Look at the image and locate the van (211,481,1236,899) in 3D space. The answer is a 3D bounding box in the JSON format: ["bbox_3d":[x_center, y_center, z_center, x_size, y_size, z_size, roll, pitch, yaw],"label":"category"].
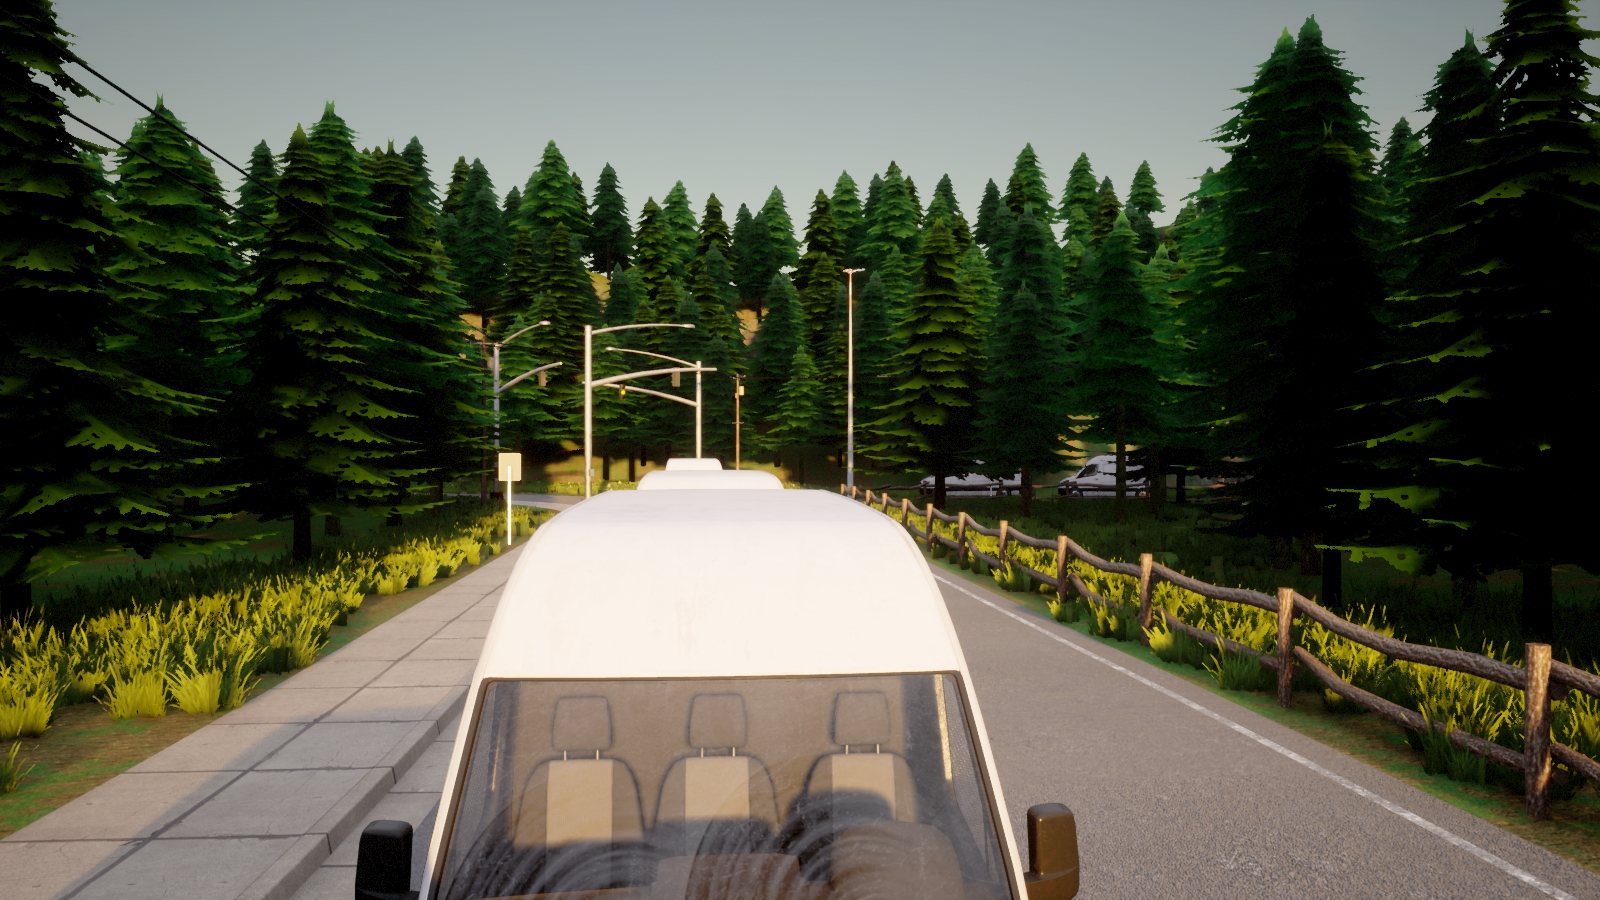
[{"bbox_3d":[-0.350,1.499,5.168,1.988,2.561,5.915,0,0,-5],"label":"van"}]

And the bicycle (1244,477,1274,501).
[{"bbox_3d":[25.303,2.158,62.944,1.487,1.276,0.859,0,0,27],"label":"bicycle"}]
